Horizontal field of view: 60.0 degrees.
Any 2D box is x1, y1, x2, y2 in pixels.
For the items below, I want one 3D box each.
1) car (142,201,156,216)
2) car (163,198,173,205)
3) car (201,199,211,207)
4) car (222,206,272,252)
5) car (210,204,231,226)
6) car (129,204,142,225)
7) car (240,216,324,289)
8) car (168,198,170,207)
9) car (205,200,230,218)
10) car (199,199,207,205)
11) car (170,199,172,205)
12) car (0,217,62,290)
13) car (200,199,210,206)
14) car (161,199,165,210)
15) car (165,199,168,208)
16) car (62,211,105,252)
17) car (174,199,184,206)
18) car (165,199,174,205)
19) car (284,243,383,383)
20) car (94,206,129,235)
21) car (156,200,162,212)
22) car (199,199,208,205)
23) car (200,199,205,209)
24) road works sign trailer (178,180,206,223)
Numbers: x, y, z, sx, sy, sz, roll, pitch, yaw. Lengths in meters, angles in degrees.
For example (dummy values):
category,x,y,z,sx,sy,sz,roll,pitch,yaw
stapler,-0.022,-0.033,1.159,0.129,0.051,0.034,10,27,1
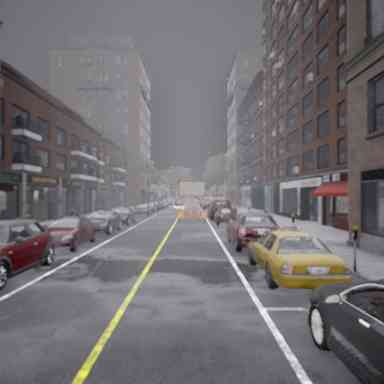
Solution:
category,x,y,z,sx,sy,sz,roll,pitch,yaw
car,-5.401,1.942,36.639,1.802,1.307,4.206,0,-1,0
car,-5.416,2.192,75.270,1.967,1.590,4.097,0,-1,0
car,2.613,2.163,64.408,1.752,1.417,4.829,0,-1,0
car,2.632,1.584,14.576,1.967,1.590,4.097,0,-1,0
car,2.628,1.834,25.611,1.802,1.307,4.206,0,-1,0
car,-5.397,1.803,25.601,2.008,1.369,4.403,0,-1,0
car,2.634,1.617,9.227,1.752,1.417,4.829,0,-1,0
car,-5.409,2.129,58.713,2.008,1.369,4.403,0,-1,0
car,2.626,1.621,31.132,2.192,1.841,5.009,0,-1,0
car,2.608,2.376,80.791,1.947,1.339,4.313,0,-1,0
car,-5.412,2.076,64.232,1.967,1.590,4.097,0,-1,0
car,-5.391,1.530,9.047,1.967,1.590,4.097,0,-1,0
car,2.611,2.238,69.755,1.887,1.381,4.507,0,-1,0
car,-5.405,2.013,47.677,1.887,1.381,4.507,0,-1,0
car,-5.407,2.089,53.195,1.947,1.339,4.313,0,-1,0
car,-5.393,1.726,14.564,1.802,1.307,4.206,0,-1,0
car,-2.776,2.230,71.007,2.128,1.511,4.902,0,-1,0
car,-5.418,2.393,80.787,1.802,1.307,4.206,0,-1,0
car,2.636,1.587,3.539,2.008,1.369,4.403,0,-1,0
car,-5.395,1.749,20.083,2.008,1.369,4.403,0,-1,0
car,-5.403,1.965,42.158,2.008,1.369,4.403,0,-1,0
car,2.610,2.334,75.273,1.802,1.307,4.206,0,-1,0
car,2.618,2.105,53.201,1.802,1.307,4.206,0,-1,0
road works sign trailer,-0.011,0.745,28.507,2.380,3.560,2.880,0,-1,0
